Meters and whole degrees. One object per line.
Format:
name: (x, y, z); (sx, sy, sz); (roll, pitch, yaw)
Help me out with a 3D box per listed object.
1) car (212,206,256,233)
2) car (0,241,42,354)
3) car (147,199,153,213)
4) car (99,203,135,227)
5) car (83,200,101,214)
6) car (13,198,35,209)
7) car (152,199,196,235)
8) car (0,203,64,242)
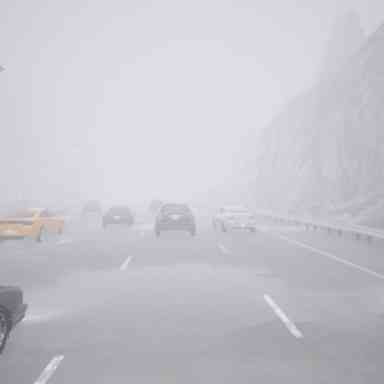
car: (2.416, 1.535, 19.735); (1.812, 1.442, 4.674); (0, 0, -6)
car: (-3.481, 1.558, 2.812); (2.033, 1.411, 5.357); (0, 0, -1)
car: (-3.946, 1.542, 37.812); (1.837, 1.490, 4.892); (0, 0, -11)
car: (-5.065, 1.593, 23.370); (1.994, 1.385, 4.181); (0, 0, -7)
car: (-10.687, 1.598, 36.053); (2.033, 1.411, 5.357); (0, 0, -12)
car: (-24.718, 1.656, 49.097); (1.994, 1.385, 4.181); (0, 0, -14)
car: (-1.044, 1.368, 19.015); (2.097, 1.767, 4.553); (0, 0, -6)
car: (-7.788, 1.507, 16.338); (1.882, 1.535, 5.008); (0, 0, -5)
